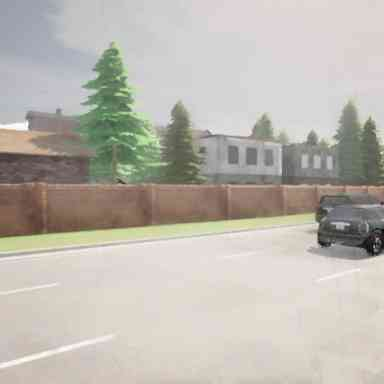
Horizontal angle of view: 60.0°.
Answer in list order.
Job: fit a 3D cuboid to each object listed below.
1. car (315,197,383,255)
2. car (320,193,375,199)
[{"bbox_3d":[6.974,1.254,13.004,4.553,1.767,2.097,0,0,-36],"label":"car"},{"bbox_3d":[9.357,1.086,18.995,5.566,2.045,2.150,-1,1,-35],"label":"car"}]
